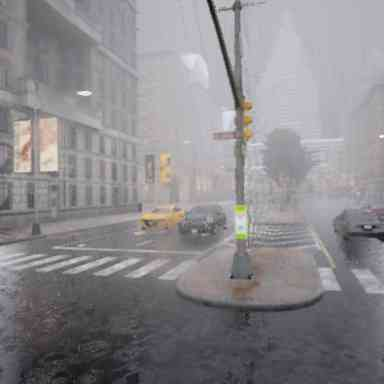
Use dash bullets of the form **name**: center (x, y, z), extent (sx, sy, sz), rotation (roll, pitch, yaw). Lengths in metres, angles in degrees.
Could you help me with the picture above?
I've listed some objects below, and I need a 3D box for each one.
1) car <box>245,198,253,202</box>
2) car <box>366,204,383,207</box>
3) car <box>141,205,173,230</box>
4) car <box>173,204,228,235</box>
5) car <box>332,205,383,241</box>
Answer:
- **car**: center (15.371, 2.227, 90.322), extent (1.895, 1.301, 4.718), rotation (-1, -1, 17)
- **car**: center (15.356, 1.633, 27.789), extent (1.895, 1.301, 4.718), rotation (-1, -1, 17)
- **car**: center (-1.865, 1.739, 23.442), extent (1.882, 1.535, 5.008), rotation (-1, -1, 17)
- **car**: center (0.773, 1.540, 20.137), extent (2.097, 1.767, 4.553), rotation (-1, -1, 17)
- **car**: center (8.364, 1.585, 16.857), extent (2.033, 1.411, 5.357), rotation (-1, -1, 17)
